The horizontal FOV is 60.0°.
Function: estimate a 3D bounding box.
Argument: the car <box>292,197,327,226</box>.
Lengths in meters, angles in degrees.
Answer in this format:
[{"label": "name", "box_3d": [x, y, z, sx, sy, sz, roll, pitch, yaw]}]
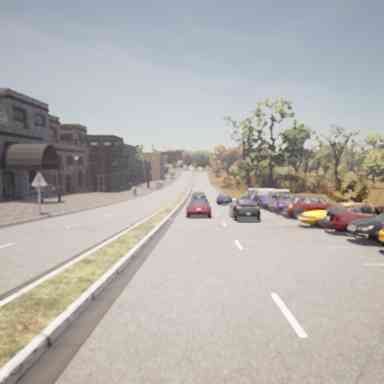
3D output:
[{"label": "car", "box_3d": [8.960, 1.286, 19.323, 5.366, 1.575, 1.946, 0, 1, 1]}]

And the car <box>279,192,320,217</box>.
[{"label": "car", "box_3d": [9.222, 1.079, 24.819, 4.553, 1.767, 2.185, 0, 1, 1]}]

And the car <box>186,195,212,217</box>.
[{"label": "car", "box_3d": [0.559, 1.216, 26.938, 1.994, 1.385, 4.181, 0, 1, 1]}]

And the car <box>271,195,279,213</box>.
[{"label": "car", "box_3d": [9.303, 1.192, 27.582, 4.674, 1.452, 2.002, 0, 1, 1]}]

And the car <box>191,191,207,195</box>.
[{"label": "car", "box_3d": [0.893, 0.658, 42.723, 2.097, 1.767, 4.553, 0, 1, 1]}]

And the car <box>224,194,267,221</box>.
[{"label": "car", "box_3d": [3.806, 1.199, 24.483, 2.128, 1.511, 4.902, 0, 1, 1]}]

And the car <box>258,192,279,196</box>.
[{"label": "car", "box_3d": [9.383, 1.074, 33.093, 4.792, 1.488, 2.163, 0, 1, 1]}]

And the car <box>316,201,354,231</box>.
[{"label": "car", "box_3d": [9.120, 1.360, 16.560, 4.792, 1.488, 2.163, 0, 1, 1]}]

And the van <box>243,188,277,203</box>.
[{"label": "van", "box_3d": [9.566, 0.480, 46.856, 4.442, 1.987, 1.878, 0, 2, 1]}]

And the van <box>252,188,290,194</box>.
[{"label": "van", "box_3d": [9.638, 0.695, 38.586, 4.442, 1.987, 1.878, 0, 1, 1]}]

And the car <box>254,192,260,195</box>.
[{"label": "car", "box_3d": [9.496, 1.012, 35.843, 4.792, 1.488, 2.163, 0, 1, 1]}]

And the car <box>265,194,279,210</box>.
[{"label": "car", "box_3d": [9.362, 1.140, 30.335, 4.674, 1.452, 2.002, 0, 1, 1]}]

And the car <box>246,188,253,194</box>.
[{"label": "car", "box_3d": [9.546, 0.725, 41.475, 4.553, 1.767, 2.185, 0, 2, 1]}]

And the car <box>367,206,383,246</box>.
[{"label": "car", "box_3d": [8.978, 1.396, 11.058, 5.008, 1.535, 2.097, 0, 1, 1]}]

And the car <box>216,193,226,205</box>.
[{"label": "car", "box_3d": [4.168, 0.873, 43.105, 1.994, 1.385, 4.181, 0, 2, 1]}]

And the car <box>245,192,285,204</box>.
[{"label": "car", "box_3d": [9.622, 0.783, 44.104, 4.892, 1.521, 2.231, 0, 2, 1]}]

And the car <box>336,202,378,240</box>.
[{"label": "car", "box_3d": [9.044, 1.364, 13.810, 4.892, 1.521, 2.231, 0, 1, 1]}]

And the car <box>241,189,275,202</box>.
[{"label": "car", "box_3d": [9.766, 0.498, 49.607, 4.553, 1.767, 2.185, 0, 2, 1]}]
